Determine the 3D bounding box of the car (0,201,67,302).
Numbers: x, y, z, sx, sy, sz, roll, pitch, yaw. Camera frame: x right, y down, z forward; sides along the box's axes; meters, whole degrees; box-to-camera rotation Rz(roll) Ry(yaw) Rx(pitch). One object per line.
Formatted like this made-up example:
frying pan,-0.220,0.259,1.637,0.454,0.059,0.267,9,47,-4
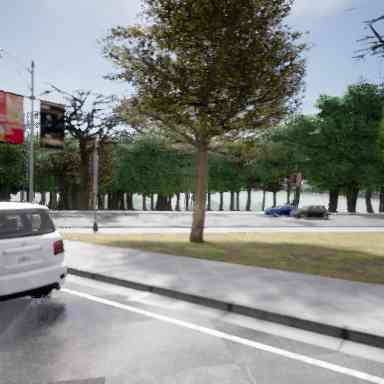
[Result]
car,-5.076,1.225,7.303,5.566,2.045,2.150,0,0,36

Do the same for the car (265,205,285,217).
car,12.057,2.476,43.773,5.008,1.535,1.882,1,1,-11

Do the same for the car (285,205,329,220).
car,14.416,2.428,40.920,4.553,1.767,2.097,1,1,-11
